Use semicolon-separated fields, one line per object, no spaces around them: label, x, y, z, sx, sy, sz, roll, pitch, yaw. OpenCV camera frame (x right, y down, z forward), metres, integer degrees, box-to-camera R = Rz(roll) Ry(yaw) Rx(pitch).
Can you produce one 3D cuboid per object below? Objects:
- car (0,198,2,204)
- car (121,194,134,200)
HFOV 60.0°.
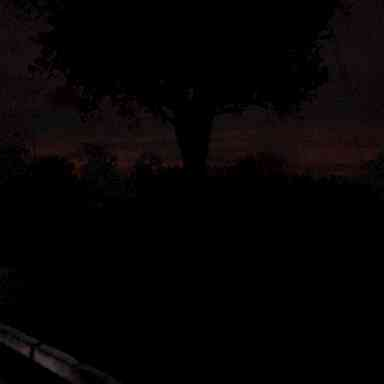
car;-24.659;1.413;42.037;1.895;1.301;4.718;0;0;34
car;-11.391;1.159;61.964;2.097;1.767;4.553;0;0;34
